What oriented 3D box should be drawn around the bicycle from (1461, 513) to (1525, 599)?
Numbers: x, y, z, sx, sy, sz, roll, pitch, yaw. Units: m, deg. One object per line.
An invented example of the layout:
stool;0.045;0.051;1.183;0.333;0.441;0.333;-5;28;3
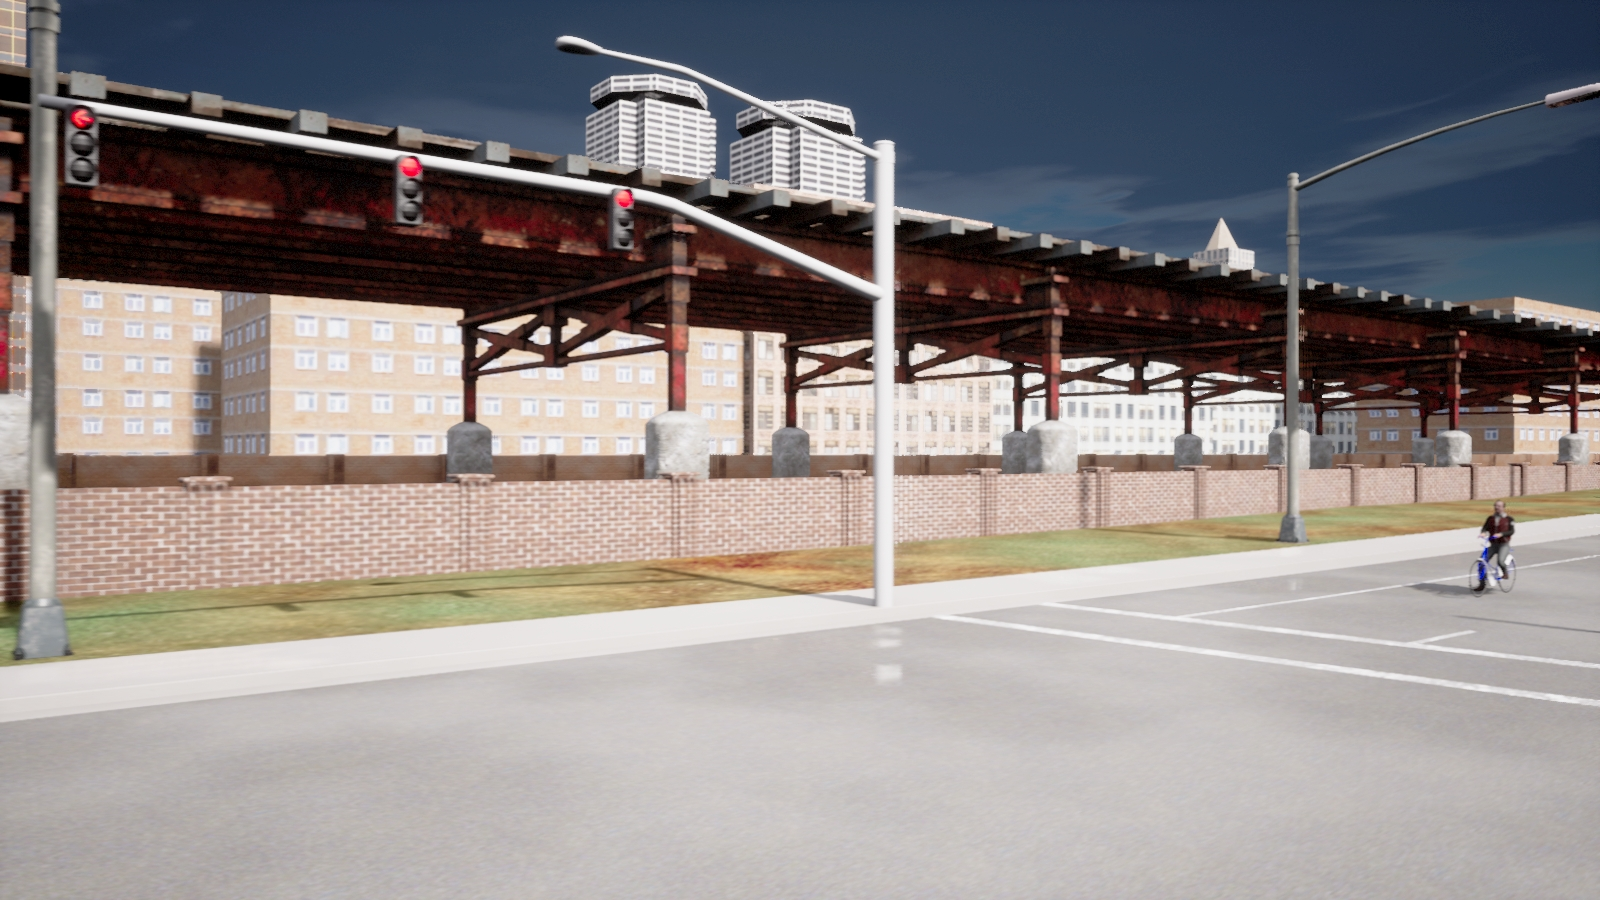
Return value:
bicycle;13.008;1.963;21.422;1.835;1.496;0.329;0;0;-35
